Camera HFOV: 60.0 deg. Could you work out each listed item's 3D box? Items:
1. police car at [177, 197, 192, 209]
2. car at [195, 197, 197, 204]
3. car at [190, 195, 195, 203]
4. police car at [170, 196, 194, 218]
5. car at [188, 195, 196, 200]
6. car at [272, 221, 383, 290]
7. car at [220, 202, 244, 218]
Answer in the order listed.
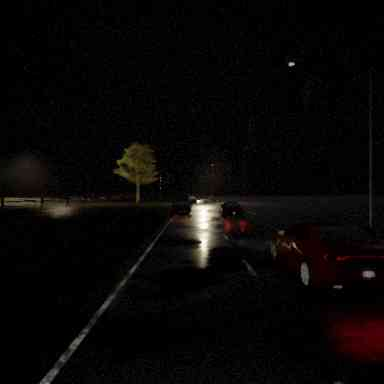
[{"bbox_3d":[-1.040,1.512,47.807,1.930,1.638,5.238,0,0,0],"label":"police car"},{"bbox_3d":[0.013,1.630,65.916,2.033,1.411,5.357,0,0,0],"label":"car"},{"bbox_3d":[-1.042,1.442,41.667,2.097,1.767,4.553,0,0,0],"label":"car"},{"bbox_3d":[-1.043,1.522,31.807,1.930,1.638,5.238,0,0,0],"label":"police car"},{"bbox_3d":[0.018,1.434,87.875,1.994,1.385,4.181,0,0,0],"label":"car"},{"bbox_3d":[3.601,1.531,9.247,1.882,1.535,5.008,0,0,0],"label":"car"},{"bbox_3d":[3.620,1.622,30.885,1.812,1.442,4.674,0,0,0],"label":"car"}]
